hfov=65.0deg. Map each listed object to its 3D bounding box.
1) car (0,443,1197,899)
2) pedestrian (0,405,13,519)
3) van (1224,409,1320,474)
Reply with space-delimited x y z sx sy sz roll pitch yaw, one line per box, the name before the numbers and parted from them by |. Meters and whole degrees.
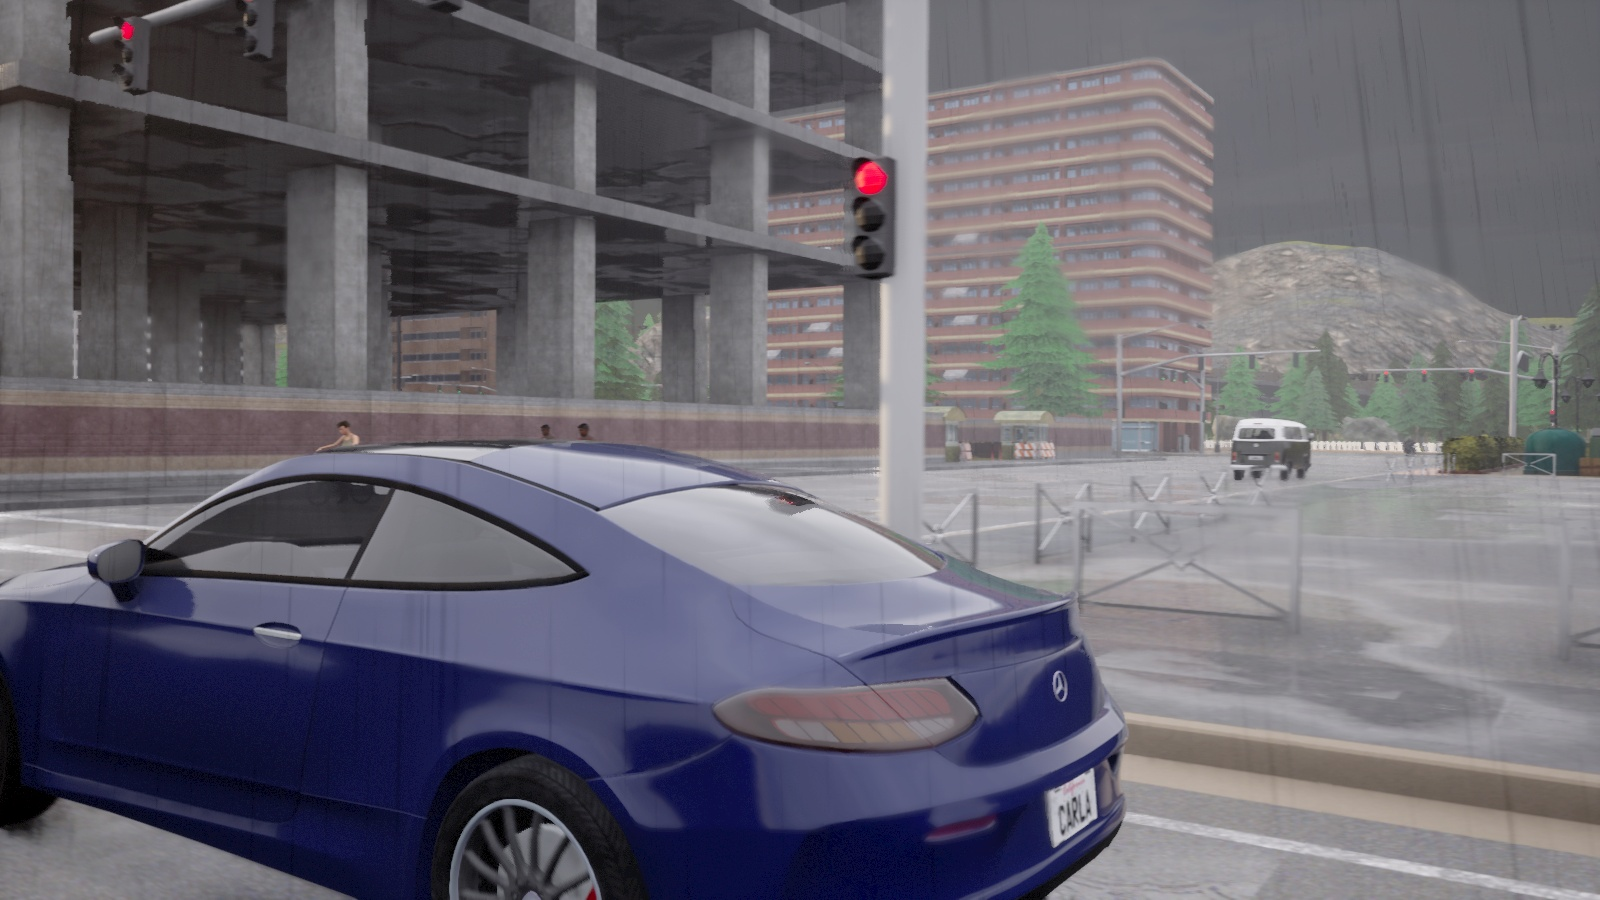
car | -1.218 0.708 4.434 4.674 1.442 1.812 0 1 34
pedestrian | -14.024 0.205 21.408 0.659 1.952 0.873 -1 1 -3
van | 15.891 -0.302 42.165 2.069 2.038 4.480 0 1 33
